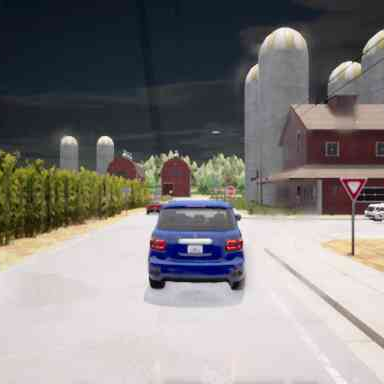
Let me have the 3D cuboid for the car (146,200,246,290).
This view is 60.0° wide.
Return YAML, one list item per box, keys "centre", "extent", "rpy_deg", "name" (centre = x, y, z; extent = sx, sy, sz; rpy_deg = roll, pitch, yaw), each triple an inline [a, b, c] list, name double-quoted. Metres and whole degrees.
- centre: [0.217, 1.215, 9.220]
  extent: [2.150, 2.045, 5.566]
  rpy_deg: [0, 0, 3]
  name: "car"

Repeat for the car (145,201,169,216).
- centre: [-3.505, 1.578, 33.838]
  extent: [1.895, 1.301, 4.718]
  rpy_deg: [0, 0, 0]
  name: "car"

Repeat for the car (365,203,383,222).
- centre: [15.187, 1.179, 23.279]
  extent: [5.566, 2.045, 2.150]
  rpy_deg: [0, 0, -1]
  name: "car"
